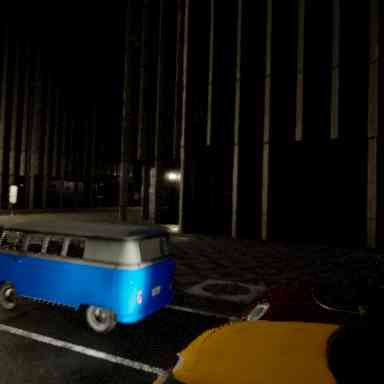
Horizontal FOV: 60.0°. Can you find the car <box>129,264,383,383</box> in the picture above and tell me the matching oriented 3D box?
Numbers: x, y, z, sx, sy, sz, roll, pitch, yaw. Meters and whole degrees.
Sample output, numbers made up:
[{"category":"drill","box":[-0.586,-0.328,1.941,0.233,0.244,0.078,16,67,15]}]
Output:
[{"category":"car","box":[2.273,1.621,2.536,5.366,1.575,1.801,1,-2,25]}]

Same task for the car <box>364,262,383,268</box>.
[{"category":"car","box":[2.670,1.680,4.410,4.097,1.590,1.967,1,-2,25]}]

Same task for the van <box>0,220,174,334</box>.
[{"category":"van","box":[-2.315,1.524,6.788,3.998,1.788,1.690,1,-2,25]}]
